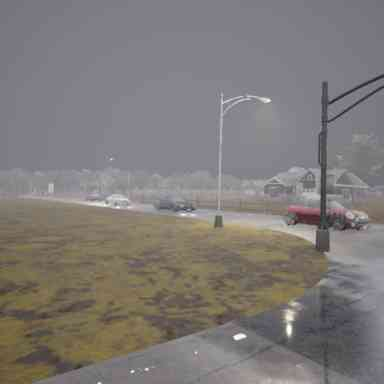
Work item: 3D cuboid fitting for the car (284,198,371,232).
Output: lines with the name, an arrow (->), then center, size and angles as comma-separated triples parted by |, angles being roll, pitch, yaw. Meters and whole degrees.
car -> 7.555, 1.186, 18.832 | 2.097, 1.767, 4.553 | 2, 0, -35

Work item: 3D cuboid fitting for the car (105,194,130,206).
car -> -9.584, 1.032, 42.925 | 1.812, 1.442, 4.674 | 2, -1, -35

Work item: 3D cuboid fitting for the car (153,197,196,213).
car -> -1.779, 1.191, 31.940 | 2.033, 1.411, 5.357 | 2, 0, -36

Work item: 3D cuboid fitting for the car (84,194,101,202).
car -> -18.166, 1.007, 61.169 | 2.033, 1.411, 5.357 | 2, -1, -35
